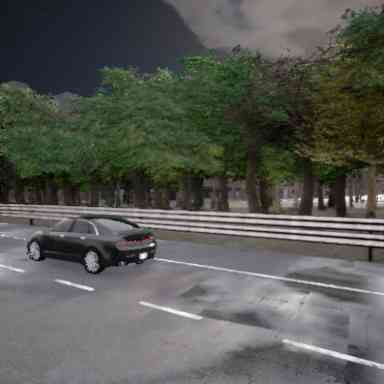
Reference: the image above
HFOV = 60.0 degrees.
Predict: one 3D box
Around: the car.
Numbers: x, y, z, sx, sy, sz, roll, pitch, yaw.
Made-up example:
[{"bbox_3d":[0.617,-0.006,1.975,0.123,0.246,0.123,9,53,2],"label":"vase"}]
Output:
[{"bbox_3d":[-3.307,1.508,10.532,4.892,1.490,1.837,0,0,36],"label":"car"}]
